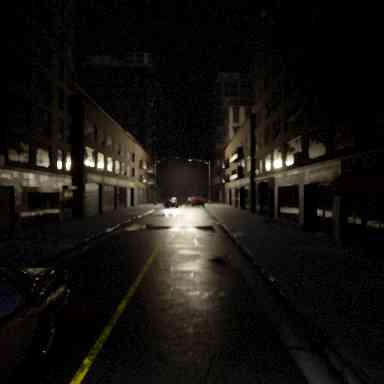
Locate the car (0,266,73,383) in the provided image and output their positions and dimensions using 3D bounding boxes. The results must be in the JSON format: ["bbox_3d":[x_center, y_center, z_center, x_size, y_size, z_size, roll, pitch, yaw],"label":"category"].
[{"bbox_3d":[-2.851,1.550,3.172,2.033,1.411,5.357,0,0,0],"label":"car"}]

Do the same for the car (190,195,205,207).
[{"bbox_3d":[0.954,1.547,52.020,1.882,1.535,5.008,0,0,0],"label":"car"}]

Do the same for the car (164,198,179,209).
[{"bbox_3d":[-2.838,1.550,46.020,2.128,1.511,4.902,0,0,0],"label":"car"}]

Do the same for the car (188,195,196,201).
[{"bbox_3d":[-0.014,1.628,87.615,2.128,1.511,4.902,0,0,0],"label":"car"}]

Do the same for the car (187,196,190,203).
[{"bbox_3d":[-0.012,1.545,69.786,1.895,1.301,4.718,0,0,0],"label":"car"}]
